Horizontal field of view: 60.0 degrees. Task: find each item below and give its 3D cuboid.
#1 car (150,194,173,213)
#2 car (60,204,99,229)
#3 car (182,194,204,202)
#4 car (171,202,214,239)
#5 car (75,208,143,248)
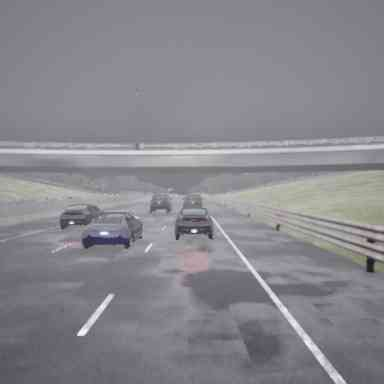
[{"bbox_3d":[-3.410,1.235,37.190,2.150,2.045,5.566,0,0,0],"label":"car"},{"bbox_3d":[-6.899,1.513,21.484,1.837,1.490,4.892,0,0,0],"label":"car"},{"bbox_3d":[0.102,1.235,37.182,2.150,2.045,5.566,0,0,0],"label":"car"},{"bbox_3d":[0.101,1.512,17.471,1.837,1.490,4.892,0,0,0],"label":"car"},{"bbox_3d":[-3.399,1.570,14.890,1.994,1.385,4.181,0,0,0],"label":"car"}]
